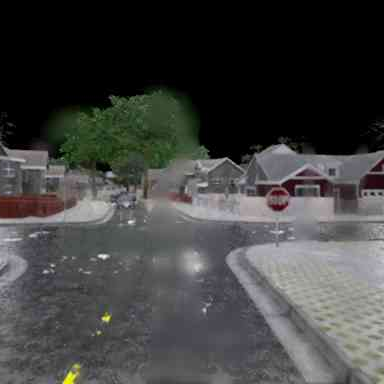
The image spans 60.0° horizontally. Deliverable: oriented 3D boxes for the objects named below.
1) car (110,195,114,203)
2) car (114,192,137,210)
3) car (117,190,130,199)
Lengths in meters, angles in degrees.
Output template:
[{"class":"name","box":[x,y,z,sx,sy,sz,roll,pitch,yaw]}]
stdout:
[{"class":"car","box":[-12.055,1.061,53.434,1.994,1.385,4.181,-1,1,-18]},{"class":"car","box":[-7.372,1.141,37.091,2.128,1.511,4.902,0,1,-13]},{"class":"car","box":[-14.244,0.519,68.965,2.097,1.767,4.553,-1,1,-17]}]
